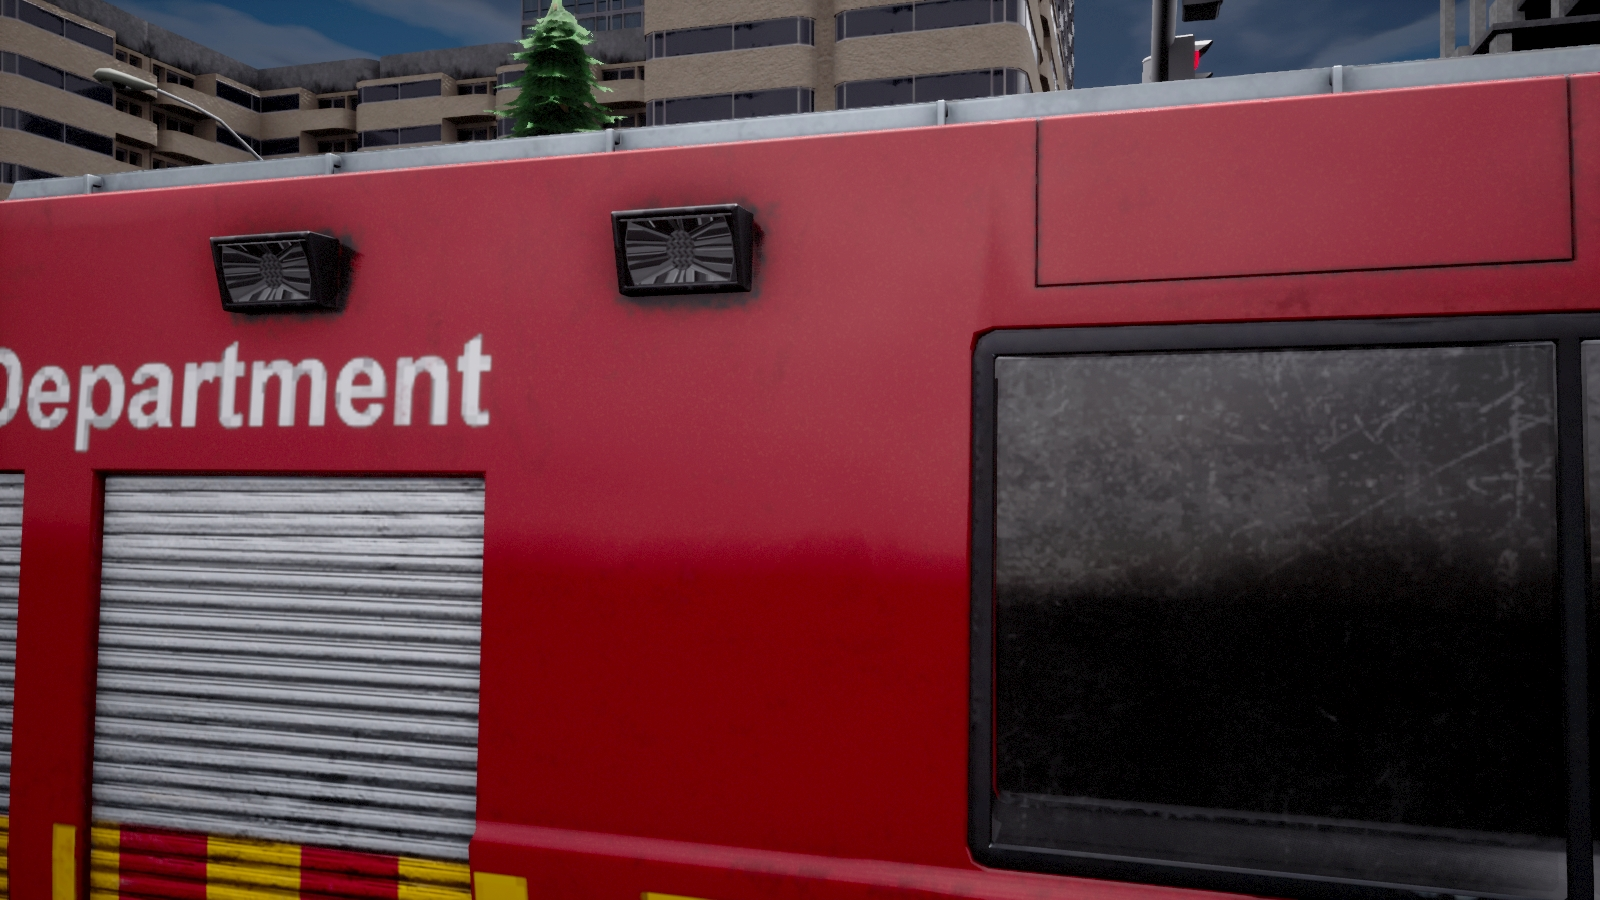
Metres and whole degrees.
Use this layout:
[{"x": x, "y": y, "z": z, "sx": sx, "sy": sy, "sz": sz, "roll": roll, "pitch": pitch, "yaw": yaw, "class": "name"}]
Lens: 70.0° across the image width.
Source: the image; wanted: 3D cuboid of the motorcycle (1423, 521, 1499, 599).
[{"x": 13.152, "y": 2.154, "z": 22.814, "sx": 0.764, "sy": 1.307, "sz": 2.356, "roll": 0, "pitch": 0, "yaw": 16, "class": "motorcycle"}]

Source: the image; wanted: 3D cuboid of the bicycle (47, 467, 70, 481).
[{"x": -65.142, "y": 2.102, "z": 100.377, "sx": 1.487, "sy": 1.276, "sz": 0.859, "roll": 0, "pitch": 0, "yaw": 15, "class": "bicycle"}]
